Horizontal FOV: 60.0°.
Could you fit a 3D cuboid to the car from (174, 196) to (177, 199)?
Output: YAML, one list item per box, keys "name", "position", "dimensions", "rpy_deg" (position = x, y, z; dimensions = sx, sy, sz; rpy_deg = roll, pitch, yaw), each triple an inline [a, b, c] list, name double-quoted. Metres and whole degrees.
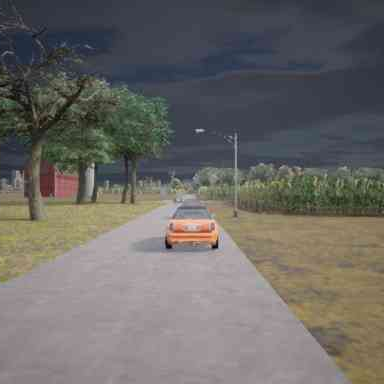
- name: "car"
  position: [-2.750, 1.487, 67.662]
  dimensions: [2.128, 1.511, 4.902]
  rpy_deg: [0, 0, 0]

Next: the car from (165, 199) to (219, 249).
- name: "car"
  position: [0.000, 1.366, 14.622]
  dimensions: [2.097, 1.767, 4.553]
  rpy_deg: [0, 0, 0]

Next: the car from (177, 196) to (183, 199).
- name: "car"
  position: [0.000, 1.362, 29.625]
  dimensions: [2.097, 1.767, 4.553]
  rpy_deg: [0, 0, 0]
